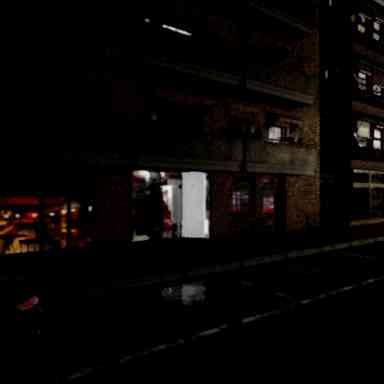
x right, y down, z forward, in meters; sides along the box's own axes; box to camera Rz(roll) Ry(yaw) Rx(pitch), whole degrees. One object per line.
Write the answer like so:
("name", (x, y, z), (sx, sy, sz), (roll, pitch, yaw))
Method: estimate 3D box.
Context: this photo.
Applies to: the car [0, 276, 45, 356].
("car", (-3.950, 1.589, 3.743), (4.206, 1.307, 1.802), (0, 0, -35))
